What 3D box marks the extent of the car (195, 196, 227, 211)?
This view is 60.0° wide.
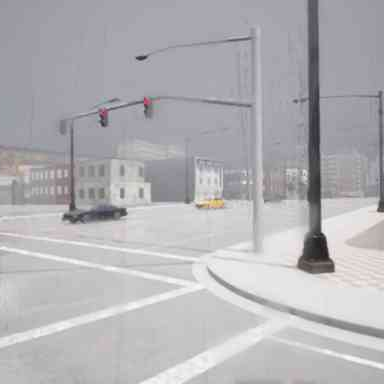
[{"bbox_3d":[2.263,1.313,39.555,1.882,1.535,5.008,-1,1,37],"label":"car"}]

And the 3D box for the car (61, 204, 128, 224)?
[{"bbox_3d":[-7.544,1.642,26.403,2.033,1.411,5.357,-1,0,36],"label":"car"}]

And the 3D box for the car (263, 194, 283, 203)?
[{"bbox_3d":[13.285,1.068,54.194,1.837,1.490,4.892,-1,1,37],"label":"car"}]
